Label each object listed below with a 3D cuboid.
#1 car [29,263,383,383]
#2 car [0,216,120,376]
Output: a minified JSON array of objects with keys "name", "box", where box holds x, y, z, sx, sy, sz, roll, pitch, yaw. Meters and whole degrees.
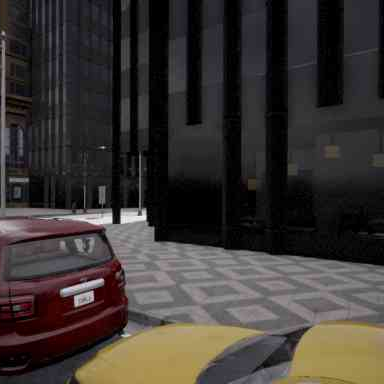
[{"name":"car","box":[1.092,1.525,2.180,4.829,1.417,1.752,0,0,35]},{"name":"car","box":[-3.189,1.314,5.228,5.009,1.841,2.192,0,0,35]}]
